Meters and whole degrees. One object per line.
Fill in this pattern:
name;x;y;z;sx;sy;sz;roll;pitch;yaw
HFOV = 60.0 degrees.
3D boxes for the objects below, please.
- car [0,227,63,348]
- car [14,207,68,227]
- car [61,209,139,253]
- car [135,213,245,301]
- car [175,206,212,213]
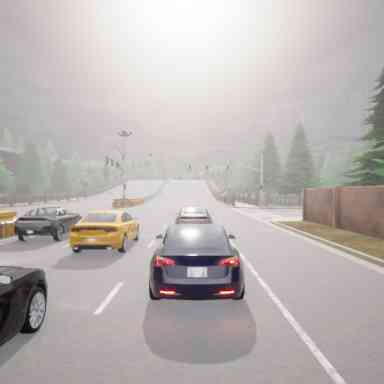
car;-3.400;1.478;3.737;1.882;1.535;5.008;0;0;0
car;-6.909;1.491;16.599;2.128;1.511;4.902;0;0;0
car;-3.407;1.478;13.754;1.882;1.535;5.008;0;0;0
car;0.096;1.504;8.400;2.163;1.488;4.792;0;0;0
car;0.090;1.492;17.491;2.128;1.511;4.902;0;0;0
